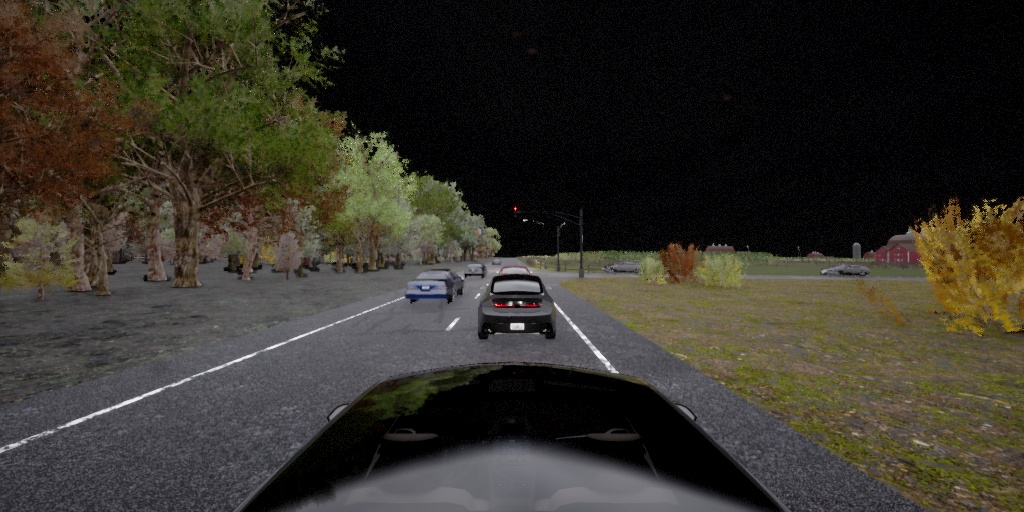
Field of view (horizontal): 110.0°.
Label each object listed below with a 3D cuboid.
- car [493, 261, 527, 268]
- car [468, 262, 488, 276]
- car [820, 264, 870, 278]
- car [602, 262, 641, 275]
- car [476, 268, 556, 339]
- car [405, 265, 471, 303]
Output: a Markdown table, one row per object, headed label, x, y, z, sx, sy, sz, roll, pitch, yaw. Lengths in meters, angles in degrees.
| label | x | y | z | sx | sy | sz | roll | pitch | yaw |
| --- | --- | --- | --- | --- | --- | --- | --- | --- | --- |
| car | 0.134 | 1.232 | 19.424 | 1.882 | 1.535 | 5.008 | 0 | 0 | 0 |
| car | -3.347 | 1.304 | 33.402 | 2.033 | 1.411 | 5.357 | 0 | 0 | 0 |
| car | 38.912 | 1.722 | 41.988 | 4.902 | 1.511 | 2.128 | 1 | -1 | 0 |
| car | 13.165 | 1.445 | 42.375 | 4.902 | 1.511 | 2.128 | 1 | -1 | 3 |
| car | 0.115 | 1.257 | 10.061 | 1.837 | 1.490 | 4.892 | 0 | 0 | 0 |
| car | -3.375 | 1.301 | 16.564 | 2.033 | 1.411 | 5.357 | 0 | 0 | 0 |
